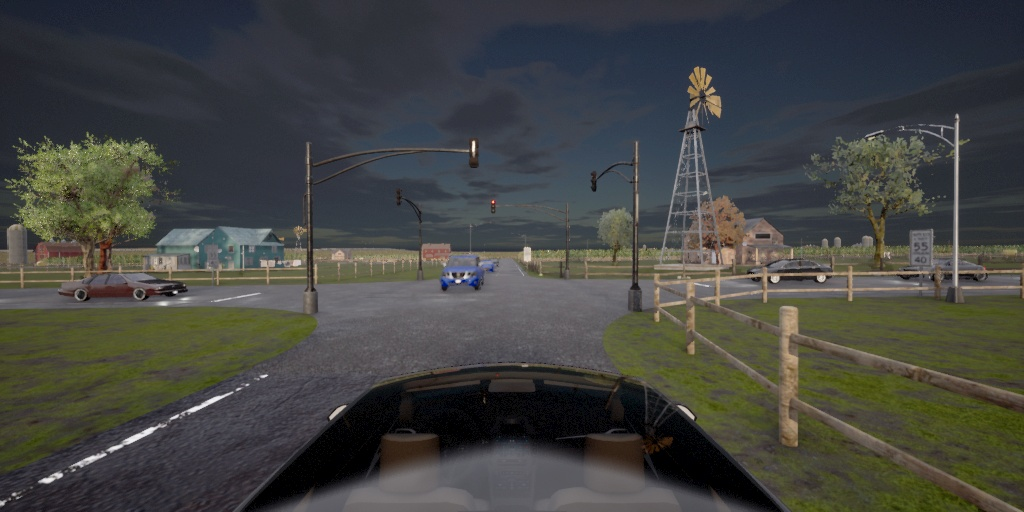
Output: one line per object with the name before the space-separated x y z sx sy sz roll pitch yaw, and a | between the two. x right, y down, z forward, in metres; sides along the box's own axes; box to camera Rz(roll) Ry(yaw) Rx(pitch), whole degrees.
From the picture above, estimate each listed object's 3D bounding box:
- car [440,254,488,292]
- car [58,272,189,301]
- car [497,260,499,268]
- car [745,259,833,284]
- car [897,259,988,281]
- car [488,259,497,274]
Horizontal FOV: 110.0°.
car | -2.936 0.952 22.207 2.150 2.045 5.566 -1 1 0
car | -20.636 1.584 19.123 5.357 1.411 2.033 -1 1 0
car | -3.165 1.285 62.644 2.033 1.411 5.357 0 0 0
car | 17.686 0.953 23.002 4.892 1.490 1.837 -1 1 0
car | 27.545 0.882 23.045 4.181 1.385 1.994 -1 1 0
car | -3.047 1.216 42.094 1.882 1.535 5.008 0 0 -1
